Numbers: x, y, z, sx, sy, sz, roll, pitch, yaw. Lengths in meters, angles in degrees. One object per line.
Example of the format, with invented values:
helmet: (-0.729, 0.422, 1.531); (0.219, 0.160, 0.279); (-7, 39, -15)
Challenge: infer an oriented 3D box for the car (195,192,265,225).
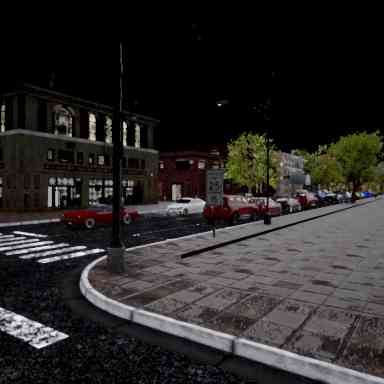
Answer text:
car: (2.669, 1.093, 22.164); (2.192, 1.841, 5.009); (1, 1, 34)

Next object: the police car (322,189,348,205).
police car: (19.838, 0.846, 46.376); (1.930, 1.638, 5.238); (1, 1, 35)

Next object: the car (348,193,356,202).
car: (23.707, 0.690, 52.040); (2.097, 1.767, 4.553); (1, 1, 35)

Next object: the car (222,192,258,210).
car: (5.329, 0.920, 36.260); (2.097, 1.767, 4.553); (1, 1, 35)

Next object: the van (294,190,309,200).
van: (20.877, 0.504, 63.440); (1.690, 1.788, 3.998); (1, 2, 34)

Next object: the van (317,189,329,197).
van: (30.298, 0.296, 77.142); (1.690, 1.788, 3.998); (1, 2, 34)

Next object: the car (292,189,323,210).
car: (12.090, 0.892, 35.867); (2.192, 1.841, 5.009); (1, 2, 34)

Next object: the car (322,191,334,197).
car: (33.436, 0.436, 81.715); (2.008, 1.369, 4.403); (1, 2, 34)

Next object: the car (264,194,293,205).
car: (11.985, 0.974, 45.861); (2.033, 1.411, 5.357); (1, 1, 35)

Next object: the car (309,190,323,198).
car: (27.157, 0.464, 72.578); (1.967, 1.590, 4.097); (1, 2, 34)

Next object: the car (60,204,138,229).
car: (-5.583, 1.401, 20.401); (1.895, 1.301, 4.718); (1, 1, 34)

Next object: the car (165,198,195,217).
car: (-0.337, 1.214, 28.036); (1.812, 1.442, 4.674); (1, 1, 35)

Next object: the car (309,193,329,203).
car: (19.997, 0.860, 52.139); (1.812, 1.442, 4.674); (1, 1, 35)

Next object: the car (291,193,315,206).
car: (14.988, 0.970, 44.754); (1.812, 1.442, 4.674); (1, 1, 35)

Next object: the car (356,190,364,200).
car: (30.928, 0.750, 63.276); (1.802, 1.307, 4.206); (1, 2, 34)

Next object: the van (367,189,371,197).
van: (40.351, 0.301, 76.974); (1.690, 1.788, 3.998); (1, 2, 34)

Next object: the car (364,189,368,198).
car: (34.165, 0.622, 67.983); (1.752, 1.417, 4.829); (1, 2, 34)

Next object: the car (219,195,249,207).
car: (5.174, 1.068, 40.609); (1.947, 1.339, 4.313); (1, 2, 34)

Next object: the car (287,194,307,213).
car: (8.947, 1.195, 31.305); (2.008, 1.369, 4.403); (1, 2, 34)

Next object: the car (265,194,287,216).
car: (5.808, 1.151, 26.734); (1.967, 1.590, 4.097); (1, 2, 34)
